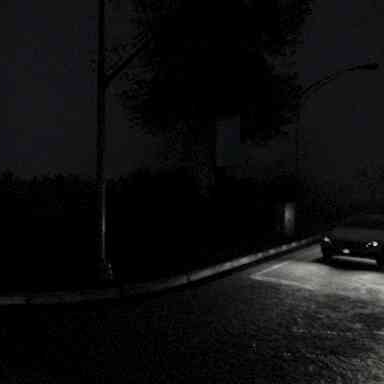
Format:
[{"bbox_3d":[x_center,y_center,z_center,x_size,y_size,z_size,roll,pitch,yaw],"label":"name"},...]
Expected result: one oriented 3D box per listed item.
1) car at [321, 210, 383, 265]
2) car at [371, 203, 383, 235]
[{"bbox_3d":[6.169,1.512,11.853,1.812,1.442,4.674,1,0,40],"label":"car"},{"bbox_3d":[11.906,1.473,19.033,2.128,1.511,4.902,1,0,38],"label":"car"}]
